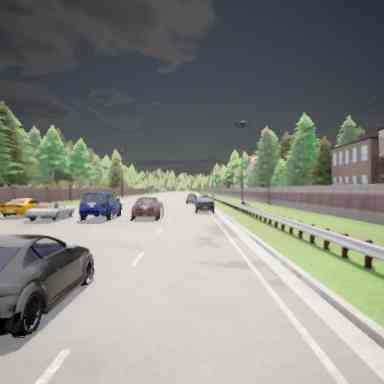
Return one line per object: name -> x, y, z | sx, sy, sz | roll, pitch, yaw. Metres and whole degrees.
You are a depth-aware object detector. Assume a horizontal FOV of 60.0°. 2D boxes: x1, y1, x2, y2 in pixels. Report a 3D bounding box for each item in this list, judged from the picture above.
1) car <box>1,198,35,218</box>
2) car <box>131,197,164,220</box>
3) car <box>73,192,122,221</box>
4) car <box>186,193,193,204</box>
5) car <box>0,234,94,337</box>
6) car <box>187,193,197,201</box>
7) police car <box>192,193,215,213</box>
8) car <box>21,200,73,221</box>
car -> -13.887, 1.271, 27.920 | 1.882, 1.535, 5.008 | 0, 0, 0
car -> -3.388, 1.159, 26.061 | 2.097, 1.767, 4.553 | 0, 0, 0
car -> -6.888, 1.032, 25.502 | 2.150, 2.045, 5.566 | 0, 0, 0
car -> 0.026, 1.174, 52.687 | 1.994, 1.385, 4.181 | 0, 0, 0
car -> -3.398, 1.515, 6.557 | 1.994, 1.385, 4.181 | 0, 0, 0
car -> 0.032, 0.961, 67.578 | 1.837, 1.490, 4.892 | 0, 0, 0
police car -> 1.240, 1.180, 33.062 | 1.930, 1.638, 5.238 | 0, 0, 0
car -> -10.388, 1.417, 24.775 | 1.895, 1.301, 4.718 | 0, 0, 0
